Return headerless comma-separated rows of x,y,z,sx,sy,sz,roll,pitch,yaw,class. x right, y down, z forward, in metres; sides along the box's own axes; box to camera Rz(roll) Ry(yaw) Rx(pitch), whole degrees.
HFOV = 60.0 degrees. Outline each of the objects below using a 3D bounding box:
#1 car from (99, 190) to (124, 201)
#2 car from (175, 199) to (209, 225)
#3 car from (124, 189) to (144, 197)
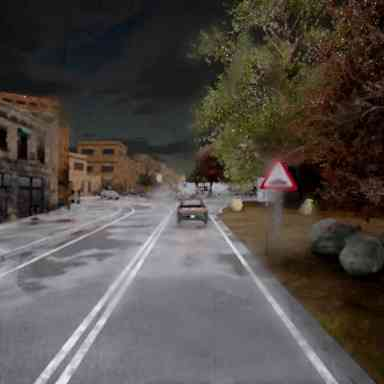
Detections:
-12.181,0.488,48.983,1.837,1.490,4.892,-1,3,-34,car
-0.032,1.160,20.631,2.128,1.511,4.902,0,-1,-2,car
-11.546,0.086,65.209,2.128,1.511,4.902,-1,0,41,car
